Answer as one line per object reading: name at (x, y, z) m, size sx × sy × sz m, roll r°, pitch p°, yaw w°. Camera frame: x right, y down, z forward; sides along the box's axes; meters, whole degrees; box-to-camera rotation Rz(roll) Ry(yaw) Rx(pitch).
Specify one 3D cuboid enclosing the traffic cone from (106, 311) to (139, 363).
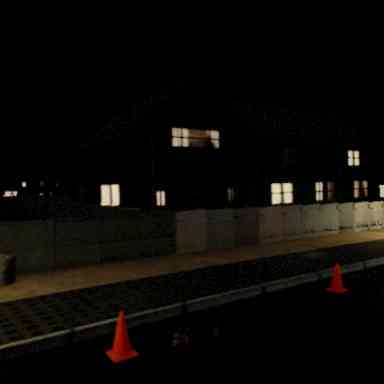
traffic cone at (-0.957, 1.935, 4.565) m, size 0.340 × 0.580 × 0.340 m, roll -1°, pitch 0°, yaw -35°

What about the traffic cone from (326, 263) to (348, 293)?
traffic cone at (3.236, 1.887, 7.405) m, size 0.340 × 0.580 × 0.340 m, roll -1°, pitch 0°, yaw -33°
